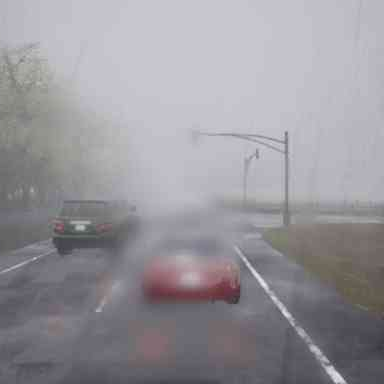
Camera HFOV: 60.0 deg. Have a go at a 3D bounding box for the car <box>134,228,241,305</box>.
[{"bbox_3d":[-0.008,1.551,8.104,1.994,1.385,4.181,0,0,0],"label":"car"}]

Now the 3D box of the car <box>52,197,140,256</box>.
[{"bbox_3d":[-3.477,1.201,13.086,2.150,2.045,5.566,0,0,0],"label":"car"}]
